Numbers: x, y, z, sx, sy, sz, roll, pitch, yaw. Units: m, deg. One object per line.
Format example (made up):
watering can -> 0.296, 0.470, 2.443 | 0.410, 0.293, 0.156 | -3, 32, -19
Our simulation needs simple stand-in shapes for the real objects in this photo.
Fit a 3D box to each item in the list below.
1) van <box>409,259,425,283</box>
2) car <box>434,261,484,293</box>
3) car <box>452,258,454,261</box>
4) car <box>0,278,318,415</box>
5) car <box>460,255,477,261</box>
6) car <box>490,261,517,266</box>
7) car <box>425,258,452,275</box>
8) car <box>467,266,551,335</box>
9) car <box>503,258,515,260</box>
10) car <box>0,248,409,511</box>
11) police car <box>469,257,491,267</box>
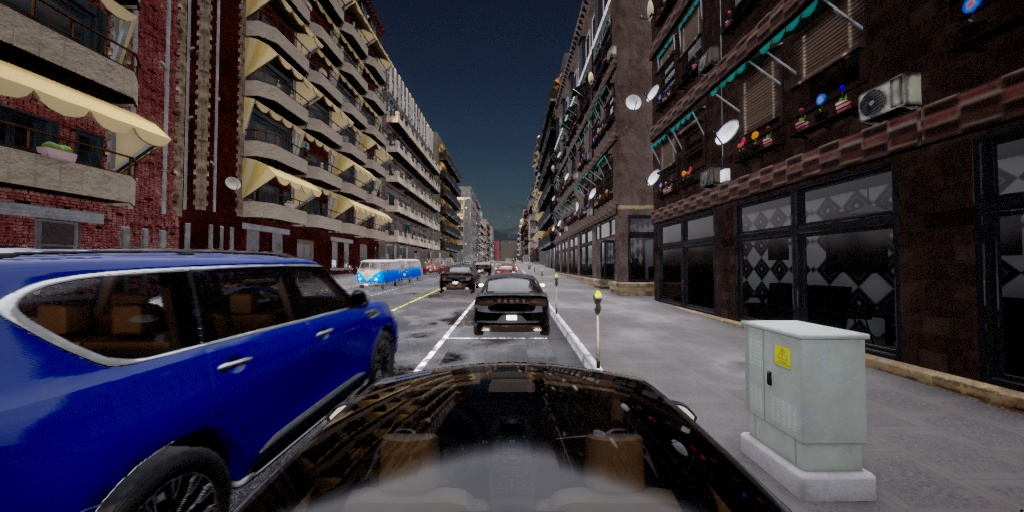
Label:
van -> -8.337, 1.118, 28.134 | 1.690, 1.789, 3.998 | 0, 0, 0
car -> -2.922, 1.242, 20.953 | 1.882, 1.535, 5.008 | 0, 0, 0
car -> -8.338, 1.128, 44.724 | 2.192, 1.841, 5.009 | 0, 0, 0
car -> -5.871, 1.278, 6.856 | 1.812, 1.442, 4.674 | 0, 0, 0
car -> -5.774, 0.854, 48.620 | 2.150, 2.045, 5.566 | 0, 0, 0
car -> -0.454, 1.322, 28.072 | 1.888, 1.381, 4.507 | 0, 0, 0
car -> -8.338, 1.115, 39.194 | 2.192, 1.841, 5.009 | 0, 0, 0
car -> -0.006, 1.232, 10.503 | 1.882, 1.535, 5.008 | 0, 0, 0
car -> -0.448, 1.240, 39.134 | 1.967, 1.591, 4.097 | 0, 0, 0
car -> -2.921, 0.973, 3.485 | 2.150, 2.045, 5.566 | 0, 0, 0
police car -> -3.024, 1.223, 38.334 | 1.930, 1.638, 5.238 | 0, 0, 0
